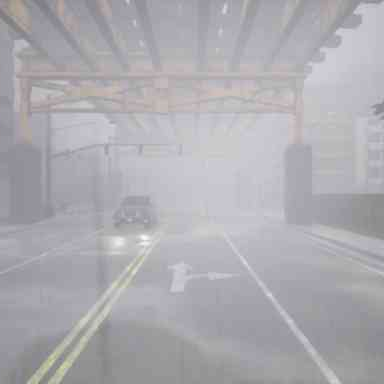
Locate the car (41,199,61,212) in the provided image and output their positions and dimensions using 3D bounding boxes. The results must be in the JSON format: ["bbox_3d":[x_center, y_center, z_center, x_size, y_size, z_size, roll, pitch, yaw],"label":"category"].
[{"bbox_3d":[-17.074,1.485,35.899,4.974,1.542,2.038,0,0,25],"label":"car"}]

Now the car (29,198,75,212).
[{"bbox_3d":[-16.746,1.489,40.058,4.974,1.542,2.038,0,0,-20],"label":"car"}]

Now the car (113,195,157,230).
[{"bbox_3d":[-3.546,1.245,21.752,2.150,2.045,5.566,0,0,0],"label":"car"}]

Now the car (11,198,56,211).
[{"bbox_3d":[-17.121,1.327,35.921,4.536,1.218,1.853,0,0,25],"label":"car"}]

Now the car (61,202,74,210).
[{"bbox_3d":[-16.794,1.332,40.040,4.536,1.218,1.853,0,0,-20],"label":"car"}]
